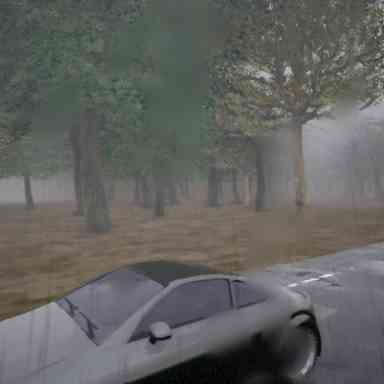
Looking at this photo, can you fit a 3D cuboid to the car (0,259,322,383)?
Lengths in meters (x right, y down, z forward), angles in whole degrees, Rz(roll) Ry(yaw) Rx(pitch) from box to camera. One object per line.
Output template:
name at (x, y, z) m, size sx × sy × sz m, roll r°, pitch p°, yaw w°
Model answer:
car at (-0.444, 1.546, 3.723) m, size 4.181 × 1.385 × 1.994 m, roll -1°, pitch 0°, yaw -36°
